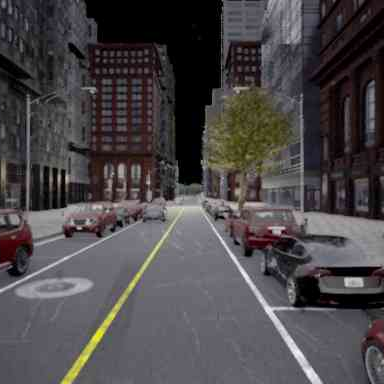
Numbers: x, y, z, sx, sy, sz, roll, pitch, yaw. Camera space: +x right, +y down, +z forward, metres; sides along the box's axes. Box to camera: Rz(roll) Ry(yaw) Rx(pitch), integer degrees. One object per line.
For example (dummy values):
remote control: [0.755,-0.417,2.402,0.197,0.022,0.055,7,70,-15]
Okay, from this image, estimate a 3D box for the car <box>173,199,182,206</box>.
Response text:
car: [-3.012,2.143,70.100,2.128,1.511,4.902,0,-1,0]

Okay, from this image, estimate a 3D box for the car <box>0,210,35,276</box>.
car: [-5.671,1.399,7.953,2.192,1.841,5.009,0,-1,0]

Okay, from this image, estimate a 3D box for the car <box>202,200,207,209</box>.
car: [2.847,1.963,47.419,1.967,1.590,4.097,0,-1,0]

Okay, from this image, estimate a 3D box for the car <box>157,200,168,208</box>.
car: [-5.681,2.314,64.335,1.802,1.307,4.206,0,-1,0]

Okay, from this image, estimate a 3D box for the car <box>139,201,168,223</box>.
car: [-3.104,1.815,28.723,1.837,1.490,4.892,0,-1,0]

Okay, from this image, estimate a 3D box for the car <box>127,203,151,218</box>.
car: [-5.675,1.937,36.144,1.887,1.381,4.507,0,-1,0]

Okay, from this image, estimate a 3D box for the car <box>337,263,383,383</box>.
car: [2.855,1.606,2.305,1.802,1.307,4.206,0,-1,0]

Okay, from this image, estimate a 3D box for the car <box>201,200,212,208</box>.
car: [2.844,2.297,64.335,1.947,1.339,4.313,0,-1,0]

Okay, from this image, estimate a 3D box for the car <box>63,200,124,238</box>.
car: [-5.673,1.522,19.231,2.192,1.841,5.009,0,-1,0]

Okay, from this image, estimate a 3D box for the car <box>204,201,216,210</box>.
car: [2.846,2.173,53.056,1.802,1.307,4.206,0,-1,0]

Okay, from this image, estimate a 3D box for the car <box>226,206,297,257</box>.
car: [2.853,1.460,13.585,2.192,1.841,5.009,0,-1,0]

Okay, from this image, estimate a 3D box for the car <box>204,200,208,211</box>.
car: [2.848,2.039,41.778,1.802,1.307,4.206,0,-1,0]

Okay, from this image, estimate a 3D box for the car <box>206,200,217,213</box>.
car: [2.849,1.920,36.310,1.752,1.417,4.829,0,-1,0]

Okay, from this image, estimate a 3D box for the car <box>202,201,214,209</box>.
car: [2.845,2.226,58.695,1.947,1.339,4.313,0,-1,0]

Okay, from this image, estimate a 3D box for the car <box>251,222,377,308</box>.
car: [2.854,1.650,7.942,1.947,1.339,4.313,0,-1,0]

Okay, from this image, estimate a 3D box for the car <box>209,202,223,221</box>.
car: [2.851,1.895,30.500,1.947,1.339,4.313,0,-1,0]

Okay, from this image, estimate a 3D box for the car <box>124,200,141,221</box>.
car: [-5.675,1.645,30.507,2.192,1.841,5.009,0,-1,0]

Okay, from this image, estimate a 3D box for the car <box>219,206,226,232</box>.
car: [2.853,1.751,19.222,1.887,1.381,4.507,0,-1,0]

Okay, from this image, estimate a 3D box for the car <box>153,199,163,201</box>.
car: [-5.678,2.089,47.421,1.947,1.339,4.313,0,-1,0]

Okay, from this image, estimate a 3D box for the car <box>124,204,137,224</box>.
car: [-5.674,1.834,24.867,1.947,1.339,4.313,0,-1,0]

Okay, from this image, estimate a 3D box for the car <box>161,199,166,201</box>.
car: [-5.679,2.157,53.058,1.947,1.339,4.313,0,-1,0]
